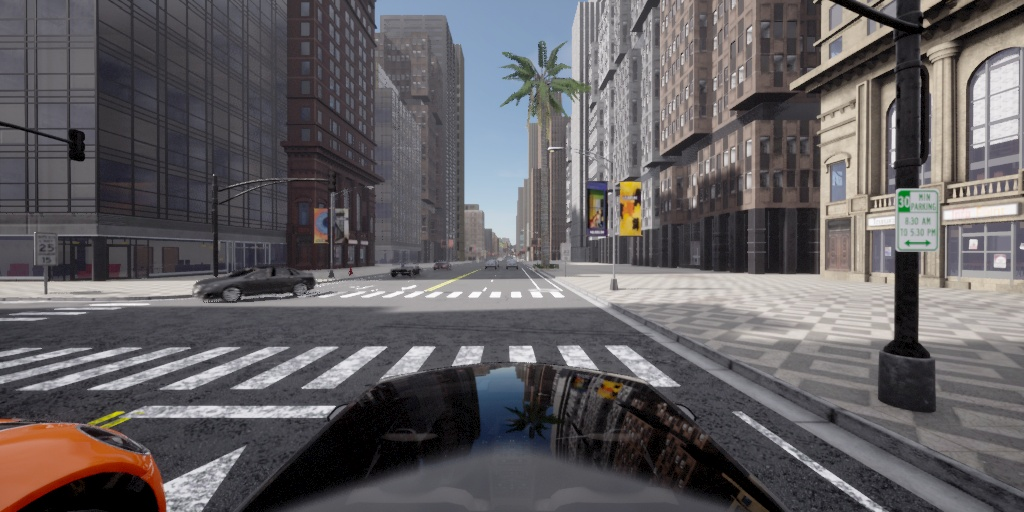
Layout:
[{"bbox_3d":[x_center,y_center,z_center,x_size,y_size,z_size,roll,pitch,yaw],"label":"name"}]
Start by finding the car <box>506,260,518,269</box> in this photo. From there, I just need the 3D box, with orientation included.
[{"bbox_3d":[0.024,1.334,55.734,2.033,1.411,5.357,0,0,0],"label":"car"}]

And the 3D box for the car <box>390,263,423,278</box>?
[{"bbox_3d":[-9.832,1.360,33.594,1.895,1.301,4.718,0,0,0],"label":"car"}]

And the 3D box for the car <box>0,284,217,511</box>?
[{"bbox_3d":[-3.150,1.102,0.256,2.097,1.767,4.553,0,0,0],"label":"car"}]

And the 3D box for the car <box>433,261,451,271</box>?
[{"bbox_3d":[-9.811,1.341,50.618,1.994,1.385,4.181,0,0,0],"label":"car"}]

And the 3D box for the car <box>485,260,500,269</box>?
[{"bbox_3d":[-3.226,1.334,55.736,2.033,1.411,5.357,0,0,0],"label":"car"}]

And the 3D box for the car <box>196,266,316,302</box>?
[{"bbox_3d":[-11.999,1.258,17.097,1.837,1.490,4.892,1,0,31],"label":"car"}]
